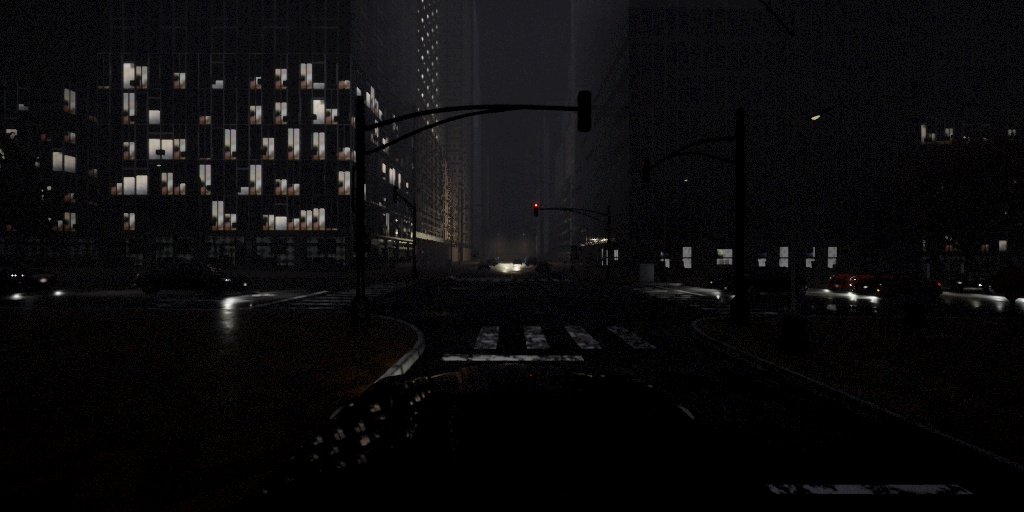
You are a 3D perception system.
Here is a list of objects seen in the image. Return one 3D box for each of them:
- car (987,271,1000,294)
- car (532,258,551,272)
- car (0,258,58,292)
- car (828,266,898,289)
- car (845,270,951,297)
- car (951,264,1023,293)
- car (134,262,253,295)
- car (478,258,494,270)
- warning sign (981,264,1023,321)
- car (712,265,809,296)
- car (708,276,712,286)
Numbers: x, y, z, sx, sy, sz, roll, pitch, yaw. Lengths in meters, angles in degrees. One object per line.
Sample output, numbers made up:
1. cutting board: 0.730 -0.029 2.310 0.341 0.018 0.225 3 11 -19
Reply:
1. car: 34.036 1.934 22.614 5.357 1.411 2.033 1 0 -3
2. car: 3.950 1.329 46.198 1.948 1.339 4.313 0 0 0
3. car: -24.157 0.823 16.496 4.902 1.511 2.128 1 0 -3
4. car: 25.241 1.579 25.465 4.553 1.767 2.097 1 0 -3
5. car: 23.737 1.765 22.147 4.181 1.385 1.994 1 0 -3
6. car: 34.985 1.624 25.905 5.566 2.045 2.150 1 0 -2
7. car: -14.942 1.026 16.919 4.674 1.442 1.812 1 0 -1
8. car: -4.000 1.343 51.695 1.802 1.307 4.207 0 0 0
9. warning sign: 17.281 1.204 12.389 1.060 1.860 1.300 0 0 -3
10. car: 15.151 1.399 21.751 4.553 1.767 2.097 1 0 -3
11. car: 16.199 1.591 25.052 4.674 1.442 1.812 1 0 -3
